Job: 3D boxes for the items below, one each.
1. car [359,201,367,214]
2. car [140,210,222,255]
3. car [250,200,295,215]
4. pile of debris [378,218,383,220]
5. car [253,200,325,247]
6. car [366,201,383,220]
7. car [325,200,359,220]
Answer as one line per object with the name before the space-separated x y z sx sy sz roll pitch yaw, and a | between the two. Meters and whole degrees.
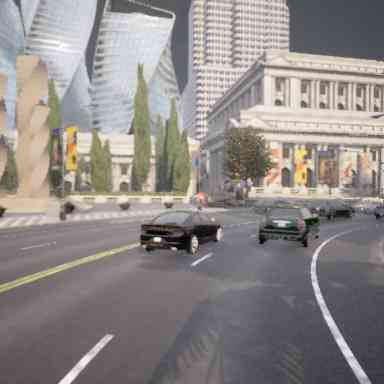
car | 20.050 1.711 37.385 4.674 1.442 1.812 1 0 -19
car | -0.241 1.476 13.603 1.882 1.535 5.008 0 0 22
car | 8.596 1.586 35.282 4.892 1.490 1.837 1 -1 -34
pile of debris | 17.283 2.335 28.623 1.860 0.140 1.500 1 0 -29
car | 4.726 1.396 15.709 2.097 1.767 4.553 1 0 28
car | 17.655 1.654 28.484 4.902 1.511 2.128 1 0 -30
car | 12.210 1.465 29.075 4.553 1.767 2.097 1 0 -37
